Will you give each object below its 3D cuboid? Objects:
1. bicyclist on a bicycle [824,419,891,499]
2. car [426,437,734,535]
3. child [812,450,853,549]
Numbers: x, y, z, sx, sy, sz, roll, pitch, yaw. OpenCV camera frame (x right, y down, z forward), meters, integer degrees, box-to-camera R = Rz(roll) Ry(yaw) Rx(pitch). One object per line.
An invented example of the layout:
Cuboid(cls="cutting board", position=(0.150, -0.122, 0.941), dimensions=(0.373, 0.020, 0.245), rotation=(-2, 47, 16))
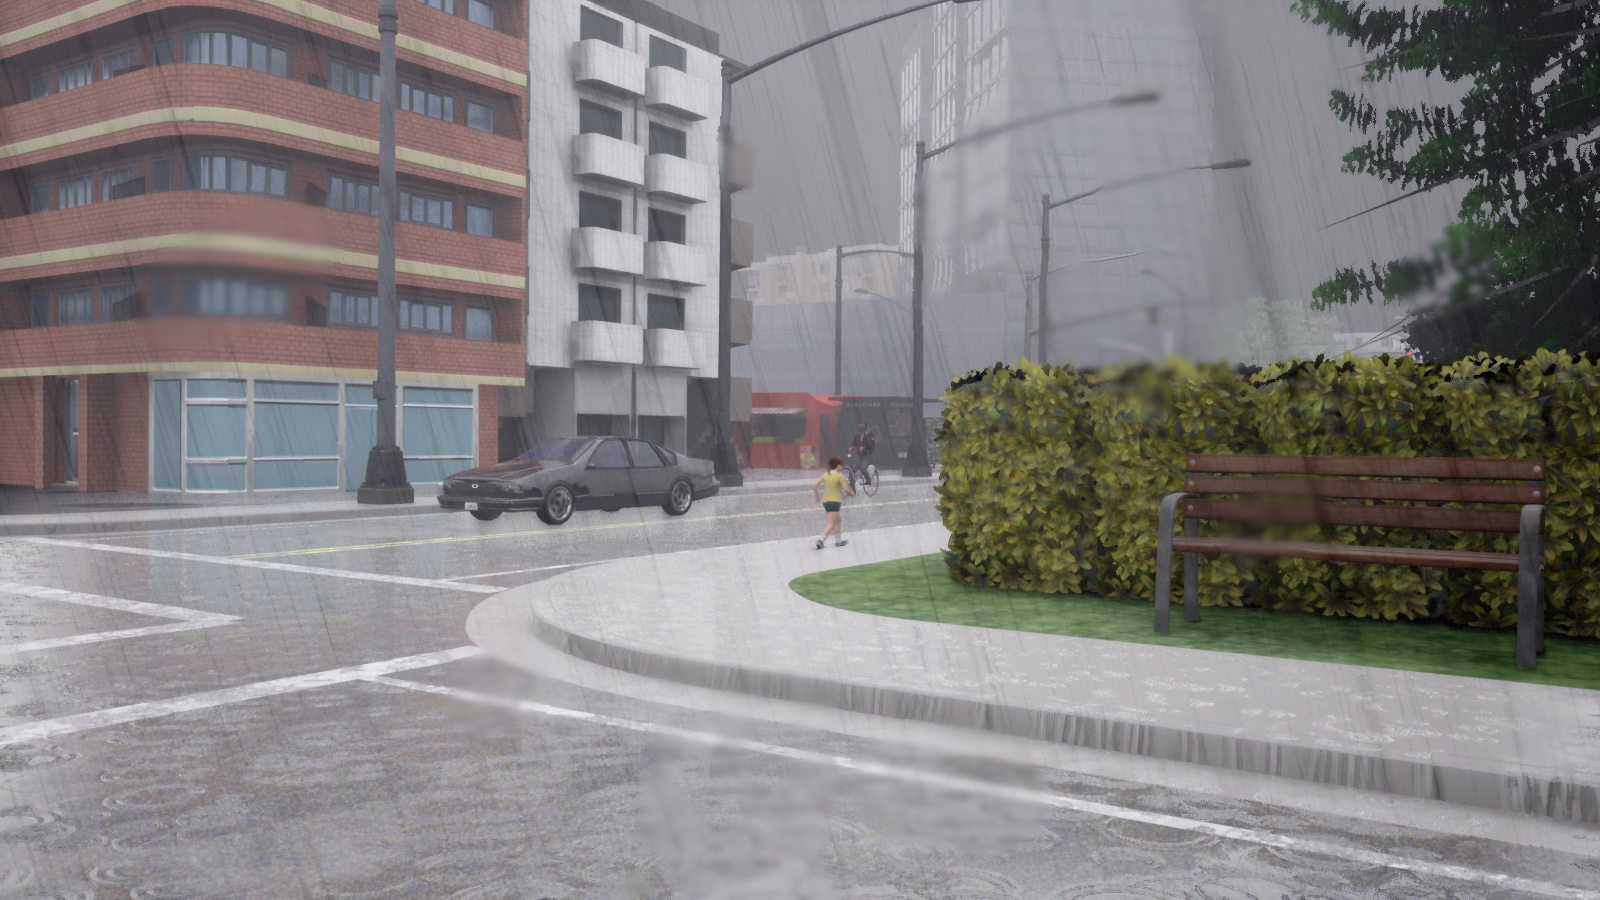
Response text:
Cuboid(cls="bicyclist on a bicycle", position=(1.338, 0.196, 28.807), dimensions=(0.659, 1.776, 1.843), rotation=(0, 1, 34))
Cuboid(cls="car", position=(-3.556, 0.517, 21.508), dimensions=(2.033, 1.411, 5.357), rotation=(0, 1, 34))
Cuboid(cls="child", position=(0.376, 0.558, 14.405), dimensions=(0.394, 1.110, 0.255), rotation=(-1, 1, -39))
